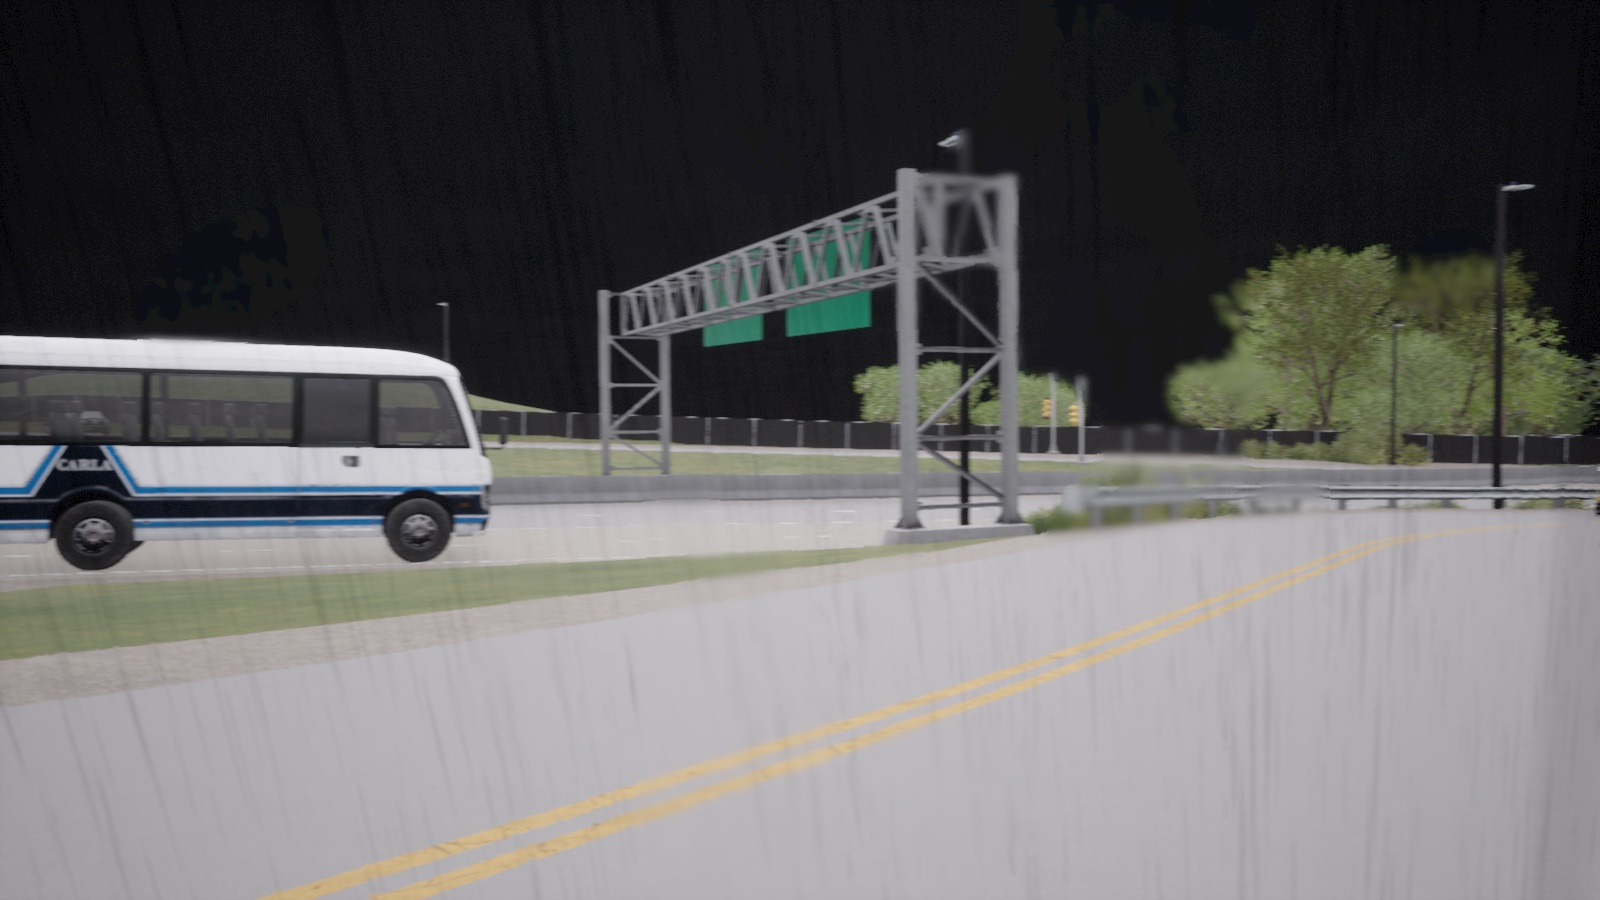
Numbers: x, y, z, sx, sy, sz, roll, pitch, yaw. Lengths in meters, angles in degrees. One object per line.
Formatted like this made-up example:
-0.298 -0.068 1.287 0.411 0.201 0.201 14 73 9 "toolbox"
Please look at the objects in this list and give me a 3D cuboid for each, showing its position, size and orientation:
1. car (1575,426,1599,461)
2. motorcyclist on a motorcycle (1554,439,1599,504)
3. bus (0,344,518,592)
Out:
50.838 -0.407 76.812 5.566 2.045 2.150 0 2 -3 "car"
20.101 0.543 31.737 1.817 1.590 0.866 1 2 -25 "motorcyclist on a motorcycle"
-11.084 0.229 24.705 10.273 4.253 3.944 -1 2 -22 "bus"
